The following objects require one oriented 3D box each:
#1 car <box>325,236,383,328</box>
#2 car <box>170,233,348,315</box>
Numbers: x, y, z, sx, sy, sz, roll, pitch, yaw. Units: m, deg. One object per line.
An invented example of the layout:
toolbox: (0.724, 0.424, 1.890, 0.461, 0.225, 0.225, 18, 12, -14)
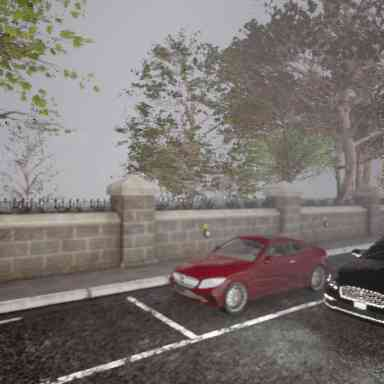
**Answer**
car: (4.649, 1.583, 6.676, 4.892, 1.490, 1.837, 1, -1, -35)
car: (1.500, 1.639, 7.627, 4.206, 1.307, 1.802, 1, 0, -35)
